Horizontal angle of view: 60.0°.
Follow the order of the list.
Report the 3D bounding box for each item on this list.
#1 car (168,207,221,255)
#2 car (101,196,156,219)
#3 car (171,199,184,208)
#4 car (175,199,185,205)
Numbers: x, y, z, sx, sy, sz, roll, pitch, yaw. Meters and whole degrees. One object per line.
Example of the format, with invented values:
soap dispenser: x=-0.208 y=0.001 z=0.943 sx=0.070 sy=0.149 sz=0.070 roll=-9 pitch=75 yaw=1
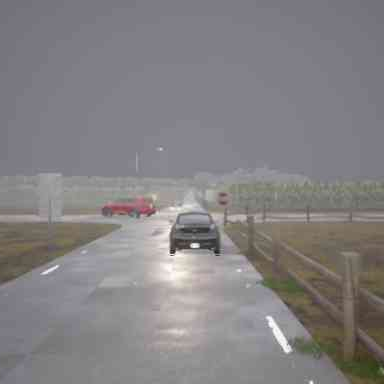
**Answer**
car: x=0.098 y=1.554 z=13.483 sx=1.837 sy=1.490 sz=4.892 roll=0 pitch=0 yaw=0
car: x=-6.119 y=1.422 z=31.940 sx=5.566 sy=2.045 sz=2.150 roll=0 pitch=0 yaw=29
car: x=-2.805 y=2.042 z=60.873 sx=2.128 sy=1.511 sz=4.902 roll=0 pitch=-1 yaw=0
car: x=-2.776 y=2.315 z=77.071 sx=2.033 sy=1.411 sz=5.357 roll=0 pitch=-1 yaw=0
